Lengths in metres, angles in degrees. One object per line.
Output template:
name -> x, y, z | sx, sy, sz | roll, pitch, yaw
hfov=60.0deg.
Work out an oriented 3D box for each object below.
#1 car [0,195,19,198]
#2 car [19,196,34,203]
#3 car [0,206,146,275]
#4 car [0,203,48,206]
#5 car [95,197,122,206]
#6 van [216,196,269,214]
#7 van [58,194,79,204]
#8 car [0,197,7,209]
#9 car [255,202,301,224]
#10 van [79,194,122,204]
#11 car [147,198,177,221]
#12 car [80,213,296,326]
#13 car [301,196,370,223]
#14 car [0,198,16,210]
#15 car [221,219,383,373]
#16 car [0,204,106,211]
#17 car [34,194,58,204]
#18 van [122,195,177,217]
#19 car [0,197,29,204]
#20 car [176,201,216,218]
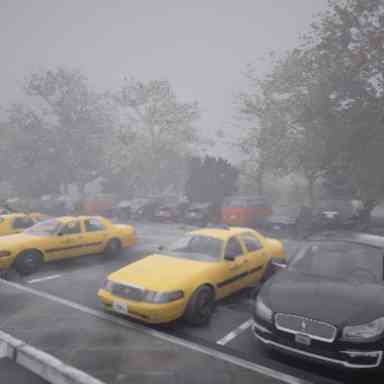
car -> -18.705, 1.464, 37.723 | 2.097, 1.535, 5.008 | 0, 0, 36
car -> -14.229, 1.207, 34.456 | 2.435, 2.045, 5.566 | 0, 0, 36
car -> -4.175, 1.473, 10.843 | 1.946, 1.575, 5.366 | 1, 0, 36
car -> -8.462, 1.454, 14.166 | 2.231, 1.521, 4.892 | 0, 0, 36
car -> -5.233, 1.445, 27.988 | 2.097, 1.535, 5.008 | 0, 0, 36
van -> 3.704, 1.245, 21.659 | 1.878, 1.987, 4.442 | 0, 0, 36
van -> -9.793, 1.226, 31.137 | 1.878, 1.987, 4.442 | 0, 0, 36
car -> -27.682, 1.477, 44.218 | 2.097, 1.535, 5.008 | 0, 0, 36
car -> 5.962, 1.520, 19.846 | 2.163, 1.488, 4.792 | 1, 0, 36
van -> -7.412, 1.223, 29.702 | 1.878, 1.987, 4.442 | 0, 0, 36
car -> -0.732, 1.477, 24.761 | 2.163, 1.488, 4.792 | 0, 0, 36
car -> 0.421, 1.513, 7.517 | 1.946, 1.575, 5.366 | 1, 0, 36
car -> 8.241, 1.260, 18.268 | 2.435, 2.045, 5.566 | 1, 0, 36
car -> -25.435, 1.514, 42.596 | 2.002, 1.452, 4.674 | 0, 0, 36
car -> 2.782, 1.538, 6.046 | 2.231, 1.521, 4.892 | 1, 0, 36
car -> -6.107, 1.459, 12.698 | 1.946, 1.575, 5.366 | 0, 0, 36
car -> -11.985, 1.204, 32.832 | 2.435, 2.045, 5.566 | 0, 0, 36
van -> -3.042, 1.219, 26.263 | 1.878, 1.987, 4.442 | 0, 0, 36
car -> -10.692, 1.324, 15.825 | 2.185, 1.767, 4.553 | 0, 0, 36
car -> 1.406, 1.486, 23.214 | 2.163, 1.488, 4.792 | 0, 0, 36
